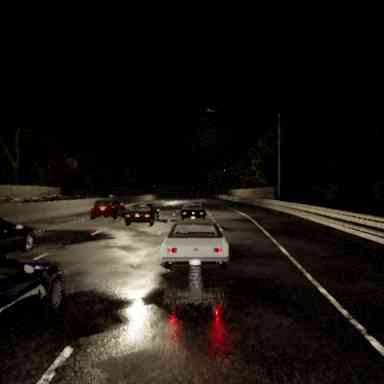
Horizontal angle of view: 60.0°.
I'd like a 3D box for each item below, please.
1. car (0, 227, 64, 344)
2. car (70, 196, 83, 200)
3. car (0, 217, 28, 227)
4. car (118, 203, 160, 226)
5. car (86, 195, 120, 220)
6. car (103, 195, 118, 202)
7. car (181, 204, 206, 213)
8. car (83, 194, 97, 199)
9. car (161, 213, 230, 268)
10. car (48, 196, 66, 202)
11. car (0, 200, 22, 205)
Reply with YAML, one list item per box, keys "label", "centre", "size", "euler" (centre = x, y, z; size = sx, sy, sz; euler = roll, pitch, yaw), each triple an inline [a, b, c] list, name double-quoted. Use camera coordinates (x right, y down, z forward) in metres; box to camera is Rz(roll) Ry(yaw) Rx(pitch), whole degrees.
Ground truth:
- label: "car"
  centre: [-3.420, 1.523, 4.628]
  size: [1.812, 1.442, 4.674]
  euler: [0, 0, 0]
- label: "car"
  centre: [-24.529, 1.441, 71.307]
  size: [1.994, 1.385, 4.181]
  euler: [0, 0, 0]
- label: "car"
  centre: [-6.909, 1.500, 10.779]
  size: [1.837, 1.490, 4.892]
  euler: [0, 0, 0]
- label: "car"
  centre: [-3.413, 1.539, 23.298]
  size: [2.033, 1.411, 5.357]
  euler: [0, 0, 0]
- label: "car"
  centre: [-6.914, 1.344, 27.891]
  size: [2.097, 1.767, 4.553]
  euler: [0, 0, 0]
- label: "car"
  centre: [-17.529, 1.379, 71.725]
  size: [2.128, 1.511, 4.902]
  euler: [0, 0, 0]
- label: "car"
  centre: [0.087, 1.592, 26.578]
  size: [1.895, 1.301, 4.718]
  euler: [0, 0, 0]
- label: "car"
  centre: [-21.028, 1.279, 70.924]
  size: [2.097, 1.767, 4.553]
  euler: [0, 0, 0]
- label: "car"
  centre: [0.093, 1.595, 11.154]
  size: [1.895, 1.301, 4.718]
  euler: [0, 0, 0]
- label: "car"
  centre: [-28.028, 1.554, 69.445]
  size: [2.033, 1.411, 5.357]
  euler: [0, 0, 0]
- label: "car"
  centre: [-17.605, 1.483, 31.131]
  size: [2.128, 1.511, 4.902]
  euler: [0, 0, 0]
